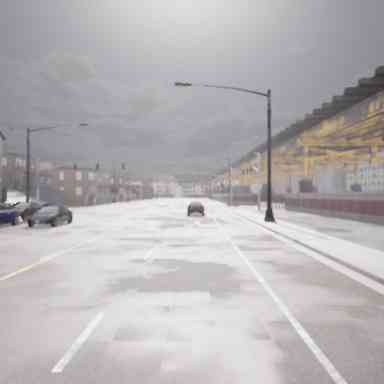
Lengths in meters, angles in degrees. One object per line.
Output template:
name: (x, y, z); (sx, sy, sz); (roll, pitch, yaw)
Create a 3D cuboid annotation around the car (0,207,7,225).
car: (-10.456, 1.623, 14.401); (1.837, 1.490, 4.892); (0, 0, 1)

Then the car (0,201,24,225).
car: (-13.867, 1.538, 22.709); (2.097, 1.767, 4.553); (0, 0, 1)

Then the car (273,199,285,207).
car: (16.499, 1.923, 55.904); (2.038, 1.542, 4.974); (0, -1, -36)

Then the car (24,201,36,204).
car: (-13.736, 1.467, 27.343); (1.812, 1.442, 4.674); (0, 0, 1)

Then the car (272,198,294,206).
car: (16.571, 1.804, 60.550); (1.853, 1.218, 4.536); (0, -1, 44)

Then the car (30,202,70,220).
car: (-13.738, 1.794, 32.518); (1.812, 1.442, 4.674); (0, 0, 1)

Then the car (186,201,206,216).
car: (0.420, 1.810, 36.533); (1.837, 1.490, 4.892); (0, 0, 1)

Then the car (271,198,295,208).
car: (16.535, 1.961, 60.512); (2.038, 1.542, 4.974); (0, -1, 44)

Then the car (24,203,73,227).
car: (-10.351, 1.729, 24.688); (1.812, 1.442, 4.674); (0, 0, 1)
